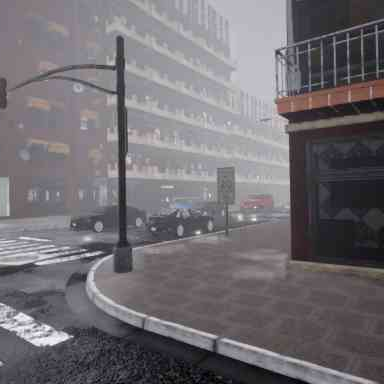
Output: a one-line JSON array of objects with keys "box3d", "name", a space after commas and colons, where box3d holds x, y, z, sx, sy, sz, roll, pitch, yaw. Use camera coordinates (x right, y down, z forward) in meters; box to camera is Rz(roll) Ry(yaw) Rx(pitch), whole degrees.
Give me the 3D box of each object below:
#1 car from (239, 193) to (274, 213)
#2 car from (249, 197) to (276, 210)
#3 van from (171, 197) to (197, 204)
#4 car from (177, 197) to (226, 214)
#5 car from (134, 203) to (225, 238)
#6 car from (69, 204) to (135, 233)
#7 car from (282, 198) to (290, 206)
[{"box3d": [7.252, 1.174, 36.875, 2.150, 2.045, 5.566, -1, -1, 36], "name": "car"}, {"box3d": [9.327, 1.431, 44.014, 1.967, 1.590, 4.097, -1, -1, 36], "name": "car"}, {"box3d": [-0.399, 1.365, 30.424, 1.690, 1.788, 3.998, -1, -1, 36], "name": "van"}, {"box3d": [1.167, 1.478, 28.368, 1.837, 1.490, 4.892, -1, -1, 35], "name": "car"}, {"box3d": [-0.470, 1.435, 16.778, 2.008, 1.369, 4.403, -1, -1, 36], "name": "car"}, {"box3d": [-4.882, 1.475, 19.919, 1.882, 1.535, 5.008, -1, -1, 36], "name": "car"}, {"box3d": [15.713, 1.496, 52.935, 1.752, 1.417, 4.829, -1, -1, 36], "name": "car"}]
